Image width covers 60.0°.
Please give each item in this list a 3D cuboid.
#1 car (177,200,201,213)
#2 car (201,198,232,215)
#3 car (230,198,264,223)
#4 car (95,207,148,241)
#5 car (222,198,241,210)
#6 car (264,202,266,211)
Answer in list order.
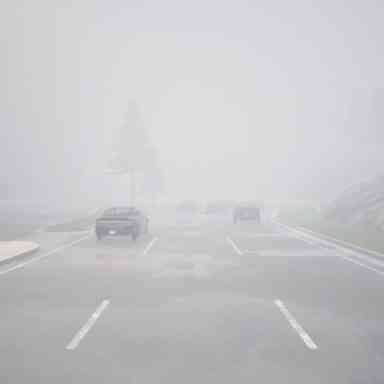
[{"bbox_3d":[-0.241,1.564,37.260,1.994,1.385,4.181,0,0,15],"label":"car"},{"bbox_3d":[2.555,1.526,34.221,1.812,1.442,4.674,0,0,15],"label":"car"},{"bbox_3d":[4.085,1.477,25.434,1.882,1.535,5.008,0,0,6],"label":"car"},{"bbox_3d":[-3.354,1.491,16.578,2.128,1.511,4.902,0,0,1],"label":"car"},{"bbox_3d":[5.317,1.526,44.181,1.812,1.442,4.674,0,0,16],"label":"car"},{"bbox_3d":[7.638,1.563,39.403,1.994,1.385,4.181,0,0,14],"label":"car"}]
